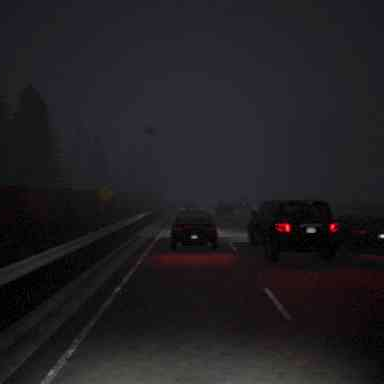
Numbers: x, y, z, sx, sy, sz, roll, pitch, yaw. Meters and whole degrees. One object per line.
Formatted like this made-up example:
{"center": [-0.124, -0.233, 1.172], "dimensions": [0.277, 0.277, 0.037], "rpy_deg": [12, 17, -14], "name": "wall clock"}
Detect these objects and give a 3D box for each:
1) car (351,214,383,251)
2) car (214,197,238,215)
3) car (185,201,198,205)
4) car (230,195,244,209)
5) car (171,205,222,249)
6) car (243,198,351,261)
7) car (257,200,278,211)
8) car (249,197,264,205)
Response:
{"center": [7.089, 1.633, 14.401], "dimensions": [1.994, 1.385, 4.181], "rpy_deg": [0, 0, 0], "name": "car"}
{"center": [3.568, 1.704, 37.028], "dimensions": [1.882, 1.535, 5.008], "rpy_deg": [0, 0, 0], "name": "car"}
{"center": [-0.044, 1.894, 45.392], "dimensions": [1.895, 1.301, 4.718], "rpy_deg": [0, 0, 0], "name": "car"}
{"center": [6.946, 1.628, 46.603], "dimensions": [2.097, 1.767, 4.553], "rpy_deg": [0, 0, 0], "name": "car"}
{"center": [0.088, 1.575, 15.061], "dimensions": [1.882, 1.535, 5.008], "rpy_deg": [0, -1, 0], "name": "car"}
{"center": [3.590, 1.289, 12.704], "dimensions": [2.150, 2.045, 5.566], "rpy_deg": [0, -1, 0], "name": "car"}
{"center": [10.449, 1.827, 46.374], "dimensions": [1.994, 1.385, 4.181], "rpy_deg": [0, 0, 0], "name": "car"}
{"center": [13.774, 1.936, 71.103], "dimensions": [2.128, 1.511, 4.902], "rpy_deg": [0, 0, 0], "name": "car"}
